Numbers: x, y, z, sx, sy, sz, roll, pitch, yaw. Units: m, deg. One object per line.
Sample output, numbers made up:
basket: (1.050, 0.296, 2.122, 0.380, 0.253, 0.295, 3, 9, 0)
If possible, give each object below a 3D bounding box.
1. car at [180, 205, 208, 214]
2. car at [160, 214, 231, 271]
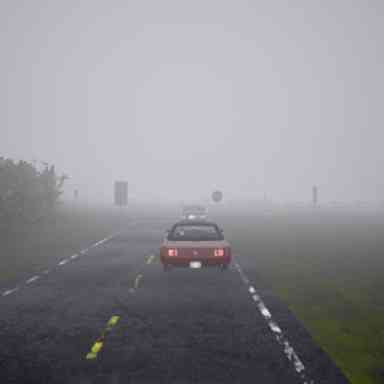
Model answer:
car: (0.125, 1.569, 22.948, 2.033, 1.411, 5.357, 0, 0, 1)
car: (0.098, 1.612, 10.901, 1.895, 1.301, 4.718, 0, 0, 0)
